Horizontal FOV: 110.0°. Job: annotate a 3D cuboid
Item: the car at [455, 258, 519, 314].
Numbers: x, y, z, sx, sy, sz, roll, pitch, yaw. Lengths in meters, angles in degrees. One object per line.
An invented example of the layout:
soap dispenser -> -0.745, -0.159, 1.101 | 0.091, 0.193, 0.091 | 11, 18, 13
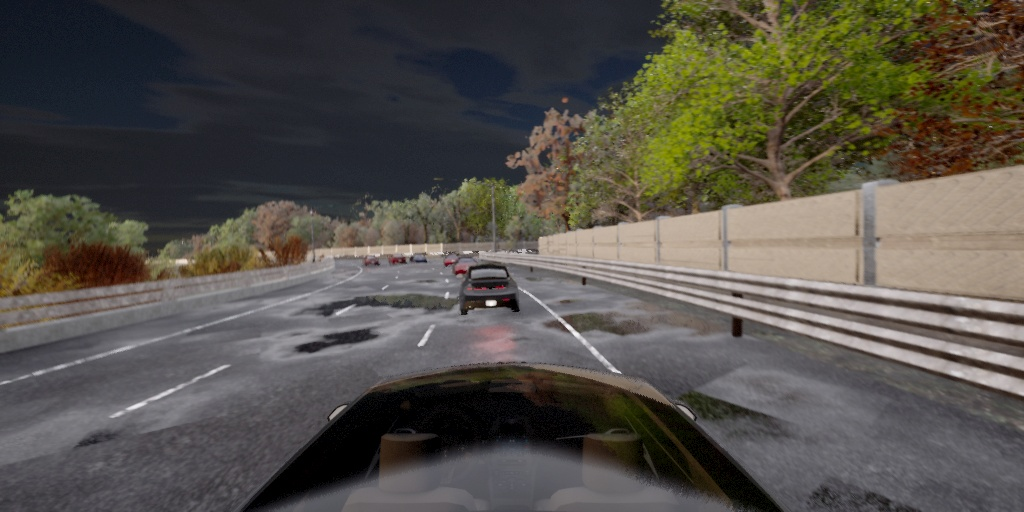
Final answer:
car -> -0.891, 1.028, 12.721 | 1.837, 1.490, 4.892 | -2, 2, -7

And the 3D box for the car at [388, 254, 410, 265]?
car -> -16.700, 0.465, 51.918 | 1.882, 1.535, 5.008 | -3, 2, -28

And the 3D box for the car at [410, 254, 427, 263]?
car -> -14.639, 0.385, 55.408 | 1.994, 1.385, 4.181 | -3, 2, -29

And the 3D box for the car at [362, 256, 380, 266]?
car -> -20.001, 0.659, 50.703 | 1.812, 1.442, 4.674 | -3, 2, -28

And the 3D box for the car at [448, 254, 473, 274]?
car -> -3.662, 0.755, 28.214 | 1.994, 1.385, 4.181 | -2, 2, -13

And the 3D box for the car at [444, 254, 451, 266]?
car -> -7.110, 0.470, 42.936 | 1.994, 1.385, 4.181 | -2, 2, -12
